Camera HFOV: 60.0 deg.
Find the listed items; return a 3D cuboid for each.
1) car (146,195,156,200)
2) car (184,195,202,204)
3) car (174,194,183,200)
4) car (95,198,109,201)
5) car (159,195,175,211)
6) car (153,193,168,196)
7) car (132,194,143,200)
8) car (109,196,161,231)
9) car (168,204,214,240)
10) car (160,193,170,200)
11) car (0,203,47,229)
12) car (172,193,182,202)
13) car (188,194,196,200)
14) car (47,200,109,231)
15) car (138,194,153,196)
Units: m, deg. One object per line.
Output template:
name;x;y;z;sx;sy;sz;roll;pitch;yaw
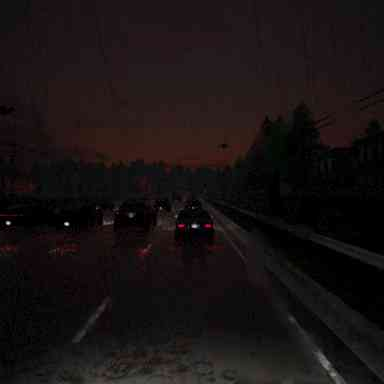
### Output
car;-10.469;1.388;85.387;1.895;1.301;4.718;0;0;0
car;0.115;1.487;38.715;1.837;1.490;4.892;0;0;0
car;-3.469;1.318;85.354;2.128;1.511;4.902;0;0;0
car;-10.386;1.487;38.700;1.837;1.490;4.892;0;0;0
car;-3.386;1.487;38.684;1.837;1.490;4.892;0;0;0
car;-6.973;1.496;74.936;2.033;1.411;5.357;0;0;0
car;-13.969;1.270;85.358;1.882;1.535;5.008;0;0;0
car;-3.393;1.342;20.723;2.097;1.767;4.553;0;0;0
car;0.108;1.539;16.968;2.033;1.411;5.357;0;0;0
car;-6.969;1.148;85.325;2.097;1.767;4.553;0;0;0
car;-10.392;1.493;21.309;1.837;1.490;4.892;0;0;0
car;-3.473;1.182;74.964;2.150;2.045;5.566;0;0;0
car;0.031;1.270;85.353;1.882;1.535;5.008;0;0;0
car;-6.892;1.494;20.721;1.837;1.490;4.892;0;0;0
car;-10.473;1.457;74.937;1.837;1.490;4.892;0;0;0
